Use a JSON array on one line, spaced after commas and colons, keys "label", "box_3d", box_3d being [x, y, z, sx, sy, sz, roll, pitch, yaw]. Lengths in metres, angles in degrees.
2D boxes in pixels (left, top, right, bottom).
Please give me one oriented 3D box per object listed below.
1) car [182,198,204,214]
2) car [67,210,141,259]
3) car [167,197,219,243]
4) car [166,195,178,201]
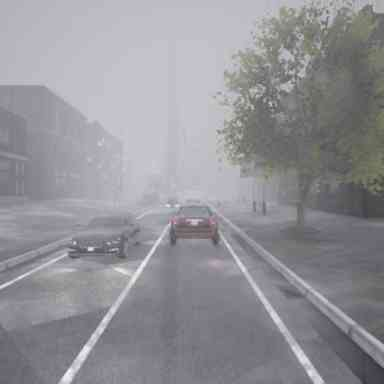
[{"label": "car", "box_3d": [0.092, 1.422, 34.738, 2.033, 1.411, 5.357, 0, 0, 0]}, {"label": "car", "box_3d": [-3.103, 1.495, 12.604, 1.837, 1.490, 4.892, 0, 0, 0]}, {"label": "car", "box_3d": [0.096, 1.332, 16.106, 2.097, 1.767, 4.553, 0, 0, 0]}, {"label": "car", "box_3d": [-3.077, 1.306, 54.500, 1.837, 1.490, 4.892, 0, 0, 0]}]
